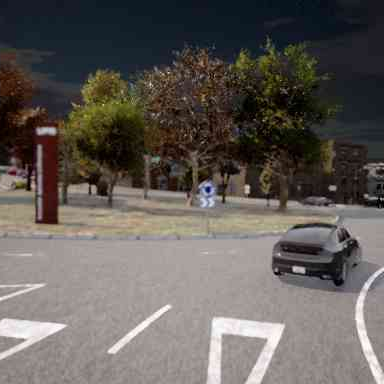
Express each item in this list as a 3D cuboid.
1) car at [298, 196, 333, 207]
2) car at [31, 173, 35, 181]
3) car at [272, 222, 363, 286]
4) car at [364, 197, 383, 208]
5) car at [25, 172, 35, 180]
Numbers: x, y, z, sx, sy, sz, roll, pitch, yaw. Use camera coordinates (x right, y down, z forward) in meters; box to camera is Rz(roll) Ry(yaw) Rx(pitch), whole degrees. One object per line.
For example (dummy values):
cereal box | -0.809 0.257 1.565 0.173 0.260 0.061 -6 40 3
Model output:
car | 17.737 1.309 47.958 2.033 1.411 5.357 0 1 -23
car | -36.336 -3.190 82.148 2.002 1.452 4.674 7 5 26
car | 3.992 1.712 10.354 1.837 1.490 4.892 0 0 33
car | 25.978 1.458 46.705 5.008 1.535 1.882 2 -1 -41
car | -38.505 -3.565 84.167 1.946 1.575 5.366 7 5 26
